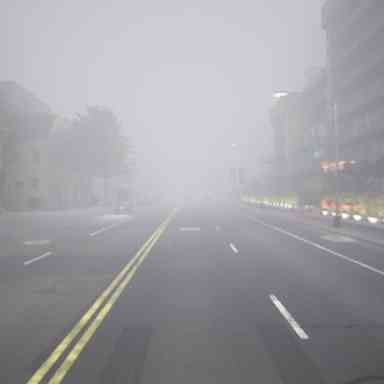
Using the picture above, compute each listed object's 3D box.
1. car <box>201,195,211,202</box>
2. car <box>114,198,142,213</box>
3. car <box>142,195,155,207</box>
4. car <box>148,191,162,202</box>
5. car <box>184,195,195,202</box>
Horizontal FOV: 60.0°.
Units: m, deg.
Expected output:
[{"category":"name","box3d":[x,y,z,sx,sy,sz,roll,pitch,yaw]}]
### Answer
[{"category":"car","box3d":[2.921,1.340,70.785,2.128,1.511,4.902,0,0,0]},{"category":"car","box3d":[-7.382,1.546,37.285,2.128,1.511,4.902,0,0,0]},{"category":"car","box3d":[-7.488,1.581,53.448,1.812,1.442,4.674,0,0,0]},{"category":"car","box3d":[-7.573,1.203,69.833,2.097,1.767,4.553,0,0,0]},{"category":"car","box3d":[-0.579,1.318,70.752,1.882,1.535,5.008,0,0,0]}]
